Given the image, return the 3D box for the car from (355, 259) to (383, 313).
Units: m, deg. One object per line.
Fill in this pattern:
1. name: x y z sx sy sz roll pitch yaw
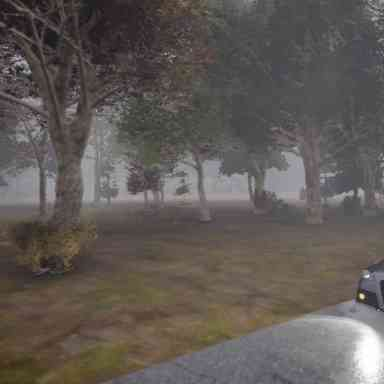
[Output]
1. car: 5.090 1.562 6.454 4.181 1.385 1.994 0 0 -33
